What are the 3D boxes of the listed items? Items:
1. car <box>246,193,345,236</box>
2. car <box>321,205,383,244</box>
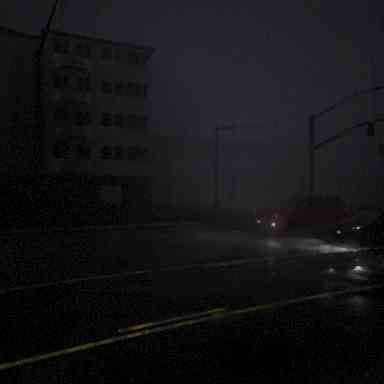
[{"bbox_3d":[5.997,1.190,18.255,5.566,2.045,2.150,0,0,-23],"label":"car"},{"bbox_3d":[8.609,1.500,15.557,4.674,1.442,1.812,0,0,-23],"label":"car"}]
